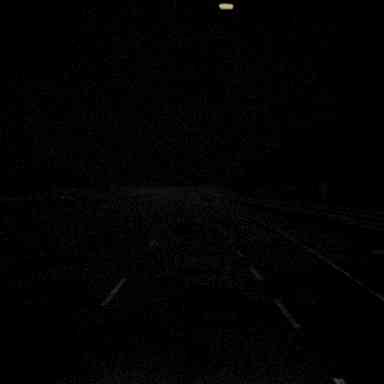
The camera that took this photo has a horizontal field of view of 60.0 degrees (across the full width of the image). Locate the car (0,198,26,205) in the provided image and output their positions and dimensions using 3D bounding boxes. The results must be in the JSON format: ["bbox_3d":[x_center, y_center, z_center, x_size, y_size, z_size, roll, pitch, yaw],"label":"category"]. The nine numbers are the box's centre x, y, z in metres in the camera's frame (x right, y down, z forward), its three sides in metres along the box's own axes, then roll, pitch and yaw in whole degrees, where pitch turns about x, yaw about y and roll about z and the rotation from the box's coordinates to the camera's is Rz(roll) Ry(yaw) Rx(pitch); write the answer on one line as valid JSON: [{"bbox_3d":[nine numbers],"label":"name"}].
[{"bbox_3d":[-17.589,1.552,30.044,2.033,1.411,5.357,0,0,0],"label":"car"}]

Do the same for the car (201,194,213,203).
[{"bbox_3d":[3.512,1.503,70.577,1.812,1.442,4.674,0,0,0],"label":"car"}]

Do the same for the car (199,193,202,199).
[{"bbox_3d":[3.515,1.533,87.107,1.895,1.301,4.718,0,0,0],"label":"car"}]

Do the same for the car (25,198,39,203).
[{"bbox_3d":[-21.029,1.501,41.924,2.128,1.511,4.902,0,0,0],"label":"car"}]
